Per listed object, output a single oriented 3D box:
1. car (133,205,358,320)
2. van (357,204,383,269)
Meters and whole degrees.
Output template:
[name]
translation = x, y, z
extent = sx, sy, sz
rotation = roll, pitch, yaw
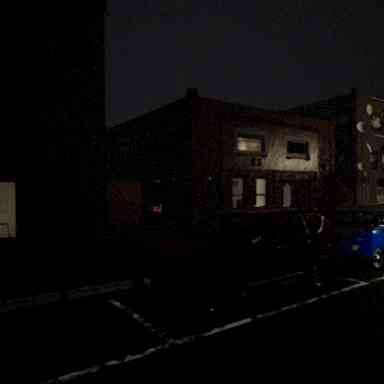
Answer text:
[car]
translation = 1.239, 1.298, 7.445
extent = 5.009, 1.841, 2.192
rotation = 0, 0, -35
[van]
translation = 5.758, 1.306, 10.665
extent = 3.998, 1.788, 1.690
rotation = 0, 0, -35
